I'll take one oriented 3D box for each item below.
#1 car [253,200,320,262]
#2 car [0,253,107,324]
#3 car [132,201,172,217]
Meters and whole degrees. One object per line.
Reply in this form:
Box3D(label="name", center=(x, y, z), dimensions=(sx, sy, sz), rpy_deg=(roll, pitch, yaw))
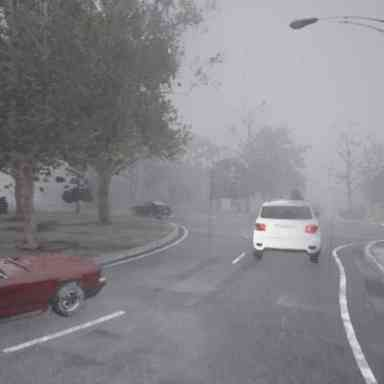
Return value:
Box3D(label="car", center=(3.680, 1.321, 12.913), dimensions=(2.150, 2.045, 5.566), rpy_deg=(1, 0, 17))
Box3D(label="car", center=(-3.890, 1.585, 5.528), dimensions=(4.718, 1.301, 1.895), rpy_deg=(1, 0, -45))
Box3D(label="car", center=(-3.951, 1.568, 32.136), dimensions=(1.882, 1.535, 5.008), rpy_deg=(2, -1, -40))
